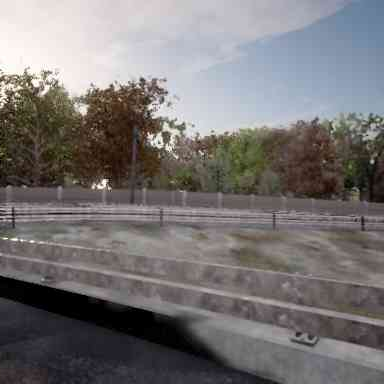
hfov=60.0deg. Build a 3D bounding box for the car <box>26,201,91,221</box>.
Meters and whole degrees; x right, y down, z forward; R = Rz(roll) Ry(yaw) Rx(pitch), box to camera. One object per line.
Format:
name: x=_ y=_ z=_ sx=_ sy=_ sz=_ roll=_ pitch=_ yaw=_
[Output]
car: x=-10.929 y=1.494 z=27.464 sx=5.008 sy=1.535 sz=1.882 roll=1 pitch=-1 yaw=-20
